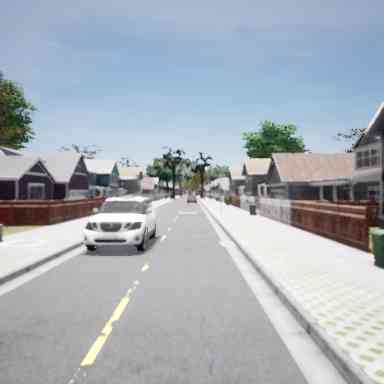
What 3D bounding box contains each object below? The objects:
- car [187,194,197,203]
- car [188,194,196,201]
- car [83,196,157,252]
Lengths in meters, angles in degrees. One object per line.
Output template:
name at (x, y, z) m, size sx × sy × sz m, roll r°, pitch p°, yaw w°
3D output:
car at (-0.026, 1.535, 65.799) m, size 1.994 × 1.385 × 4.181 m, roll 0°, pitch 0°, yaw 0°
car at (-0.029, 1.320, 75.804) m, size 1.837 × 1.490 × 4.892 m, roll 0°, pitch 0°, yaw 0°
car at (-2.804, 1.218, 14.235) m, size 2.150 × 2.045 × 5.566 m, roll 0°, pitch 0°, yaw 1°
